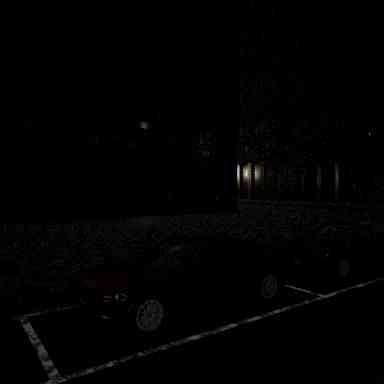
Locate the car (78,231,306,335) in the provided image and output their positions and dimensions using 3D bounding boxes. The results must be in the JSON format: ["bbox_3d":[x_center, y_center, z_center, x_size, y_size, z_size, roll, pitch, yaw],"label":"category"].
[{"bbox_3d":[0.046,1.545,6.704,4.507,1.381,1.887,0,0,-36],"label":"car"}]

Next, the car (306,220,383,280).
[{"bbox_3d":[4.539,1.546,9.920,4.507,1.381,1.887,0,0,-36],"label":"car"}]

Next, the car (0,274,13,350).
[{"bbox_3d":[-4.447,1.544,3.488,4.507,1.381,1.887,0,0,-36],"label":"car"}]
